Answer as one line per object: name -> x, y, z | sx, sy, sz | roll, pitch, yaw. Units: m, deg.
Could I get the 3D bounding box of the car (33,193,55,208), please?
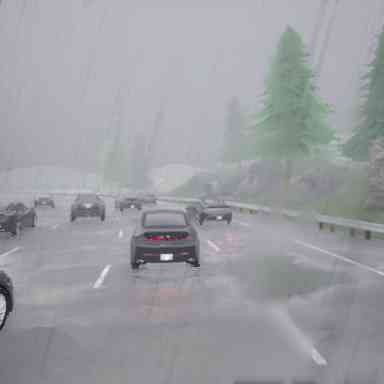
car -> -15.525, 0.849, 34.760 | 1.812, 1.442, 4.674 | -1, 1, -26

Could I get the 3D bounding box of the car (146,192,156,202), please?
car -> -5.597, 0.728, 38.215 | 2.128, 1.511, 4.902 | -1, 1, -25

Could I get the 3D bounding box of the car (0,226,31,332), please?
car -> -3.737, 1.438, 3.464 | 1.837, 1.490, 4.892 | 0, 1, -2

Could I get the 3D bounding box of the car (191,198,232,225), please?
car -> 0.887, 1.087, 19.893 | 2.128, 1.511, 4.902 | 0, 1, -13

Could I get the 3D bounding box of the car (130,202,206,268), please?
car -> -0.894, 1.291, 10.526 | 1.837, 1.490, 4.892 | 0, 1, -6

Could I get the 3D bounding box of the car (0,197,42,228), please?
car -> -8.899, 1.195, 15.978 | 1.837, 1.490, 4.892 | 0, 1, -12

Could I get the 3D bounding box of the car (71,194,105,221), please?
car -> -7.112, 0.900, 22.861 | 2.097, 1.767, 4.553 | -1, 1, -16

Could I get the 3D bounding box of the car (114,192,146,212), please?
car -> -5.819, 0.909, 29.943 | 1.837, 1.490, 4.892 | 0, 1, -21
